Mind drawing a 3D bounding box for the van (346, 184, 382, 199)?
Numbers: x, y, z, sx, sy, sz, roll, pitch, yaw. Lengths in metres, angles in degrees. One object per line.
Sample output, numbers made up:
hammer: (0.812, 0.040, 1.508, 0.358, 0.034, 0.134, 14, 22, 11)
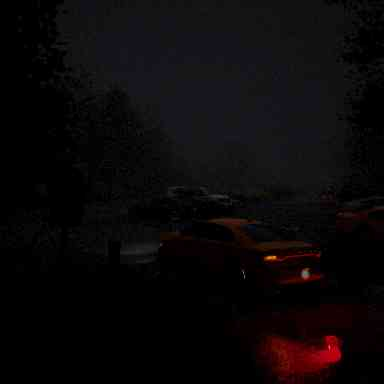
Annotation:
van: (24.013, -0.175, 46.626, 4.442, 1.987, 1.878, 1, 2, 25)

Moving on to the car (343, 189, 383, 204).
car: (19.334, 0.428, 36.743, 4.792, 1.488, 2.163, 1, 3, 25)

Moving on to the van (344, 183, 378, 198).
van: (24.966, -0.262, 49.236, 4.442, 1.987, 1.878, 1, 2, 25)

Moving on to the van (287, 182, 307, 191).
van: (25.961, -1.380, 82.496, 4.442, 1.987, 1.878, 1, 2, 25)

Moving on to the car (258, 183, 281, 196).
car: (9.765, -0.107, 47.190, 4.553, 1.767, 2.185, 1, 2, 25)

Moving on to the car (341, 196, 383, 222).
car: (12.270, 1.078, 21.576, 4.674, 1.452, 2.002, 1, 3, 25)

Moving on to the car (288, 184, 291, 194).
car: (13.209, -0.206, 54.771, 4.792, 1.488, 2.163, 1, 2, 25)

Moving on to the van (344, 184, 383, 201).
van: (21.475, -0.009, 41.681, 4.442, 1.987, 1.878, 1, 2, 24)

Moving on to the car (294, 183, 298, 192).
car: (16.567, -0.491, 62.390, 5.366, 1.575, 1.946, 1, 2, 25)

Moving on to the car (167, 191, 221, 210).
car: (-0.753, 0.947, 24.558, 5.008, 1.535, 2.097, 1, 3, 25)

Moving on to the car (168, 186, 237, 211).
car: (0.434, 0.589, 27.055, 5.566, 2.045, 2.435, 1, 3, 25)

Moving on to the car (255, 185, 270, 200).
car: (6.123, 0.294, 39.849, 5.366, 1.575, 1.946, 1, 3, 25)

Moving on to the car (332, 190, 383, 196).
car: (13.268, 0.925, 24.163, 5.366, 1.575, 1.946, 1, 3, 25)

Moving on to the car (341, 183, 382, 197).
car: (26.210, -0.370, 51.710, 5.566, 2.045, 2.435, 1, 2, 25)

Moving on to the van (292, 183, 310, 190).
van: (29.454, -1.556, 90.037, 4.442, 1.987, 1.878, 1, 1, 25)

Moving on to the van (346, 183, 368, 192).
van: (36.870, -1.095, 74.376, 4.442, 1.987, 1.878, 1, 2, 25)

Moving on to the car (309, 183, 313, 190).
car: (27.259, -1.487, 84.952, 5.566, 2.045, 2.435, 1, 2, 25)

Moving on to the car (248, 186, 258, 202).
car: (3.740, 0.511, 34.706, 5.366, 1.575, 1.946, 1, 3, 25)

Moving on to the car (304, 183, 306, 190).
car: (22.539, -1.028, 74.910, 4.553, 1.767, 2.185, 1, 2, 25)

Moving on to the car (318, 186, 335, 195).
car: (23.588, -0.312, 57.739, 2.128, 1.511, 4.902, 1, 2, 25)

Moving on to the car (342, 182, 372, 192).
car: (35.574, -1.039, 71.923, 5.566, 2.045, 2.435, 1, 2, 25)

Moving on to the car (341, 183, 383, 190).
car: (15.789, 0.466, 29.085, 5.566, 2.045, 2.435, 1, 3, 25)

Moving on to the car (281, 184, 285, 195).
car: (10.929, -0.038, 49.711, 4.792, 1.488, 2.163, 1, 2, 25)

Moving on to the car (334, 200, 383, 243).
car: (8.828, 1.355, 14.153, 5.008, 1.535, 2.097, 1, 3, 25)

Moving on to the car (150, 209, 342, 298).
car: (0.887, 1.401, 8.438, 1.882, 1.535, 5.008, 2, -1, -31)

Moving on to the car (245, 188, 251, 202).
car: (2.747, 0.626, 32.109, 4.892, 1.521, 2.231, 1, 3, 25)

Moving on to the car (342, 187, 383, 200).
car: (22.748, 0.132, 44.168, 5.008, 1.535, 2.097, 1, 2, 25)

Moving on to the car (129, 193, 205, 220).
car: (-1.951, 1.084, 22.057, 4.792, 1.488, 2.163, 1, 3, 25)

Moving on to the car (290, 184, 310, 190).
car: (28.415, -1.259, 87.456, 4.792, 1.488, 2.163, 1, 2, 25)

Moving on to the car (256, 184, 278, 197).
car: (8.564, 0.108, 44.689, 4.892, 1.521, 2.231, 1, 3, 25)

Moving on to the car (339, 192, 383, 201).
car: (10.025, 1.123, 16.645, 4.553, 1.767, 2.185, 1, 3, 25)

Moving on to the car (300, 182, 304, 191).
car: (20.066, -0.741, 69.943, 5.366, 1.575, 1.946, 1, 2, 25)

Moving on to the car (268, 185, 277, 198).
car: (7.574, 0.203, 42.099, 5.366, 1.575, 1.946, 1, 2, 25)

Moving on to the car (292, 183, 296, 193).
car: (15.542, -0.373, 59.807, 4.792, 1.488, 2.163, 1, 2, 25)

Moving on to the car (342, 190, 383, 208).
car: (16.902, 0.638, 31.631, 4.792, 1.488, 2.163, 1, 3, 25)

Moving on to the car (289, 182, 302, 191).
car: (19.062, -0.651, 67.350, 4.892, 1.521, 2.231, 1, 2, 25)

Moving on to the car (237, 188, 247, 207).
car: (1.743, 0.732, 29.516, 5.366, 1.575, 1.946, 1, 3, 25)

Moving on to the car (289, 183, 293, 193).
car: (14.375, -0.289, 57.289, 4.792, 1.488, 2.163, 1, 2, 25)

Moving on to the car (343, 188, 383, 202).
car: (20.443, 0.337, 39.137, 4.792, 1.488, 2.163, 1, 2, 25)

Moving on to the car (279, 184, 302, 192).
car: (21.373, -0.945, 72.392, 4.553, 1.767, 2.185, 1, 2, 25)

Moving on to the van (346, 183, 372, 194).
van: (32.214, -0.762, 64.326, 4.442, 1.987, 1.878, 1, 2, 25)

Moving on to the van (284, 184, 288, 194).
van: (12.175, -0.375, 52.184, 4.442, 1.987, 1.878, 1, 2, 25)

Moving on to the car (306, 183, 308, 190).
car: (23.729, -0.986, 77.421, 5.008, 1.535, 2.097, 1, 2, 25)

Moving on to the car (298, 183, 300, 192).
car: (17.907, -0.568, 64.827, 4.892, 1.521, 2.231, 1, 2, 25)
